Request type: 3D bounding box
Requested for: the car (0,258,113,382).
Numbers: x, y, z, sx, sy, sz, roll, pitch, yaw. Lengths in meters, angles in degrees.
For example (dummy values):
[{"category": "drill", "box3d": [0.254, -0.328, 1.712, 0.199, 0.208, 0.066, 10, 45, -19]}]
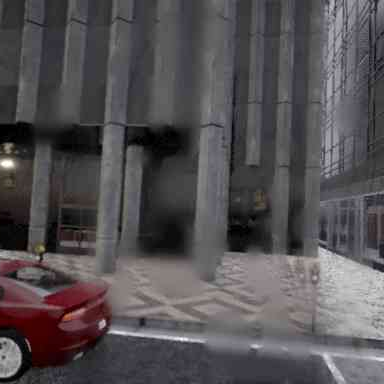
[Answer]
[{"category": "car", "box3d": [-3.542, 1.739, 5.268, 4.507, 1.381, 1.887, 2, -3, 8]}]
